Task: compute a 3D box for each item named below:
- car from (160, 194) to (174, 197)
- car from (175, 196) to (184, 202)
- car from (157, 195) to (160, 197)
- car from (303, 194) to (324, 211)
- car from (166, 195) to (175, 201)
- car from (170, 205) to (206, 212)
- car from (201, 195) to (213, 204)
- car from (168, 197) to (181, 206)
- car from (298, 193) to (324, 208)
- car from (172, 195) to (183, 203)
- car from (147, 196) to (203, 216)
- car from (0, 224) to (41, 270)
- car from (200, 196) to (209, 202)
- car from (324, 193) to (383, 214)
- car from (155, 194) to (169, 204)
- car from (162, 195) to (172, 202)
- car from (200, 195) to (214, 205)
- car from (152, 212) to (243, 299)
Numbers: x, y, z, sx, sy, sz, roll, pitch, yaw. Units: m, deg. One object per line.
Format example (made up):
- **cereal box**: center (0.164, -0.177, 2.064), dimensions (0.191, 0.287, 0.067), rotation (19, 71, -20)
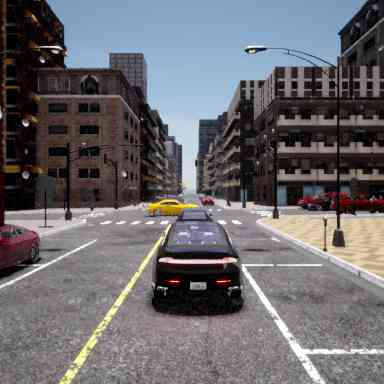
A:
- **car**: center (-3.006, 1.365, 48.229), dimensions (2.097, 1.767, 4.553), rotation (0, 0, 0)
- **car**: center (-2.902, 1.572, 79.098), dimensions (2.033, 1.411, 5.357), rotation (0, 0, 0)
- **car**: center (-5.627, 1.581, 51.281), dimensions (1.947, 1.339, 4.313), rotation (0, 0, 0)
- **car**: center (14.610, 1.230, 35.001), dimensions (4.674, 1.442, 1.812), rotation (-1, 0, 0)
- **car**: center (-5.585, 1.481, 85.377), dimensions (1.967, 1.590, 4.097), rotation (0, 0, 0)
- **car**: center (0.120, 1.565, 17.078), dimensions (1.994, 1.385, 4.181), rotation (0, 0, 0)
- **car**: center (2.767, 1.462, 62.638), dimensions (1.967, 1.590, 4.097), rotation (0, 0, 0)
- **car**: center (-3.008, 1.620, 58.161), dimensions (1.895, 1.301, 4.718), rotation (0, 0, 0)
- **car**: center (14.606, 1.015, 37.572), dimensions (5.009, 1.841, 2.192), rotation (-1, 1, 0)
- **car**: center (-2.923, 1.504, 68.529), dimensions (1.882, 1.535, 5.008), rotation (0, 0, 0)
- **car**: center (-1.784, 1.492, 31.679), dimensions (5.008, 1.535, 1.882), rotation (-1, 0, 0)
- **car**: center (-5.730, 1.582, 9.258), dimensions (1.802, 1.307, 4.206), rotation (0, 0, 0)
- **car**: center (2.782, 1.612, 74.003), dimensions (1.802, 1.307, 4.206), rotation (0, 0, 0)
- **car**: center (14.730, 1.029, 29.193), dimensions (5.009, 1.841, 2.192), rotation (-1, 1, 0)
- **car**: center (-5.613, 1.337, 62.646), dimensions (2.192, 1.841, 5.009), rotation (0, 0, 0)
- **car**: center (-5.599, 1.471, 74.011), dimensions (1.967, 1.590, 4.097), rotation (0, 0, 0)
- **car**: center (2.760, 1.458, 56.955), dimensions (1.967, 1.590, 4.097), rotation (0, 0, 0)
- **car**: center (0.113, 1.491, 8.463), dimensions (2.128, 1.511, 4.902), rotation (0, 0, 0)
